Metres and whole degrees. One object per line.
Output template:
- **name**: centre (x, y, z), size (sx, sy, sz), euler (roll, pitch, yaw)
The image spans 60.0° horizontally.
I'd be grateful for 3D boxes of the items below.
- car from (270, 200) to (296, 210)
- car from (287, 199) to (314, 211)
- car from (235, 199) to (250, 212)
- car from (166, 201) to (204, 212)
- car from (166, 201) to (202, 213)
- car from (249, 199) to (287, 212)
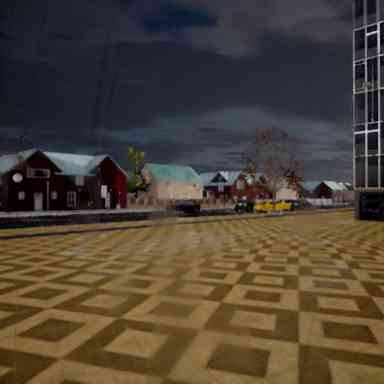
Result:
- **car**: centre (14.695, 2.082, 53.639), size (1.882, 1.535, 5.008), euler (0, -1, 43)
- **car**: centre (17.045, 1.940, 51.395), size (2.097, 1.767, 4.553), euler (0, -1, 43)
- **car**: centre (7.984, 1.812, 46.414), size (2.097, 1.767, 4.553), euler (0, -1, 44)
- **car**: centre (-0.926, 1.957, 46.610), size (2.033, 1.411, 5.357), euler (0, -1, 43)
- **car**: centre (-1.078, 1.944, 41.712), size (1.895, 1.301, 4.718), euler (0, -1, 43)
- **car**: centre (10.133, 1.918, 43.946), size (1.882, 1.535, 5.008), euler (0, -1, 44)
